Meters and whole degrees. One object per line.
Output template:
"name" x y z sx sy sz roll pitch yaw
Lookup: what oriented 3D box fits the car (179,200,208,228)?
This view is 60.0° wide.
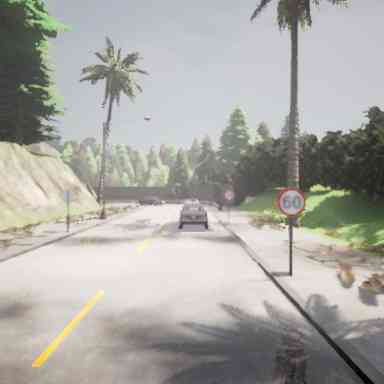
"car" 0.099 1.503 21.727 2.033 1.411 5.357 0 0 0

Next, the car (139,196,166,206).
"car" -5.982 1.389 50.635 4.902 1.511 2.128 0 0 41

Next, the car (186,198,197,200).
"car" -0.136 1.506 46.749 1.895 1.301 4.718 0 0 -5
